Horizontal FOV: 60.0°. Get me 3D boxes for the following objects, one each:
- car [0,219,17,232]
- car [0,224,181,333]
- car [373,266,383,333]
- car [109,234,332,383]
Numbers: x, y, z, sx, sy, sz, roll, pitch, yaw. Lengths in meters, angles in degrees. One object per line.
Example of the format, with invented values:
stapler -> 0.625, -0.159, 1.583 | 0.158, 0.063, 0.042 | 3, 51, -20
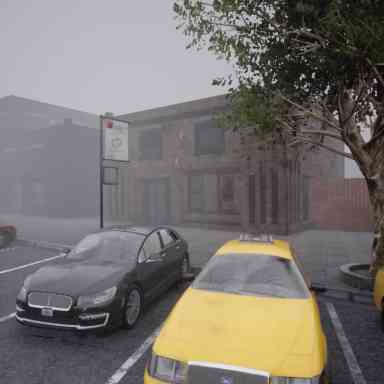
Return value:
car -> -8.734, 1.528, 12.357 | 2.002, 1.452, 4.674 | 1, -1, 16
car -> -1.418, 1.487, 7.114 | 2.231, 1.521, 4.892 | 1, -1, 16
car -> 3.411, 1.480, 3.438 | 1.946, 1.575, 5.366 | 1, -1, 16
car -> 0.968, 1.480, 5.183 | 1.946, 1.575, 5.366 | 1, -1, 16
